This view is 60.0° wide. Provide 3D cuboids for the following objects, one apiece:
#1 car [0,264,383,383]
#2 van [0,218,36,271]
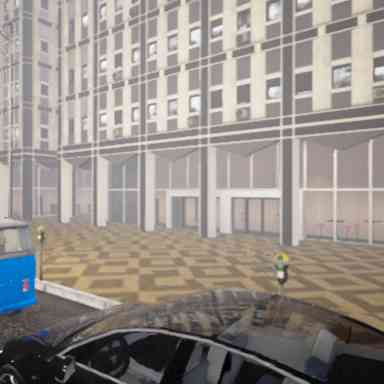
[{"bbox_3d":[0.080,1.557,2.820,4.313,1.339,1.947,0,0,35],"label":"car"},{"bbox_3d":[-4.556,1.297,6.125,3.998,1.788,1.690,0,0,35],"label":"van"}]
